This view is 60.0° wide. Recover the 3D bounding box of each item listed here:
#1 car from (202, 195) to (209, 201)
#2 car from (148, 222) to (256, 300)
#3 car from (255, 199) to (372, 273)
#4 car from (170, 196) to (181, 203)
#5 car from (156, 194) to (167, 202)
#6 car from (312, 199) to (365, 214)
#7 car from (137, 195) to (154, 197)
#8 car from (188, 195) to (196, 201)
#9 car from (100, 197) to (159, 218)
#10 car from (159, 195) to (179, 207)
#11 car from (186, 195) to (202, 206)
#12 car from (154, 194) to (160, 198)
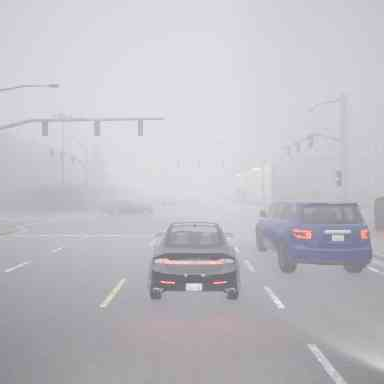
[{"bbox_3d":[3.509,1.525,88.823,2.128,1.511,4.902,0,0,0],"label":"car"},{"bbox_3d":[0.058,1.492,8.391,2.128,1.511,4.902,0,0,0],"label":"car"},{"bbox_3d":[3.572,1.221,10.834,2.150,2.045,5.566,0,0,0],"label":"car"},{"bbox_3d":[-3.493,1.540,71.880,2.033,1.411,5.357,0,0,0],"label":"car"},{"bbox_3d":[-6.992,1.355,76.460,2.097,1.767,4.553,0,0,0],"label":"car"},{"bbox_3d":[15.586,1.560,35.628,4.892,1.490,1.837,0,0,0],"label":"car"},{"bbox_3d":[-7.140,1.352,47.268,2.097,1.767,4.553,0,0,2],"label":"car"},{"bbox_3d":[0.008,1.552,84.166,1.994,1.385,4.181,0,0,0],"label":"car"},{"bbox_3d":[-6.014,1.515,31.011,4.902,1.511,2.128,0,0,-32],"label":"car"},{"bbox_3d":[-3.581,1.547,51.885,2.033,1.411,5.357,0,0,0],"label":"car"},{"bbox_3d":[0.100,1.352,56.607,2.097,1.767,4.553,0,0,0],"label":"car"},{"bbox_3d":[-7.079,1.352,56.092,2.097,1.767,4.553,0,0,0],"label":"car"}]
